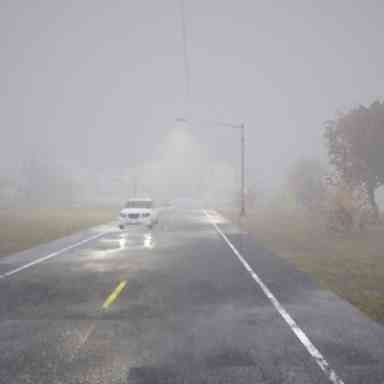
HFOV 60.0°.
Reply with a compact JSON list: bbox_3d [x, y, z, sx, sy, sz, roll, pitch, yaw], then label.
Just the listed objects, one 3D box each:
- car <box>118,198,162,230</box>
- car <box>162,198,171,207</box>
[{"bbox_3d":[-3.600,1.445,23.244,2.150,2.045,5.566,0,0,0],"label":"car"},{"bbox_3d":[-5.114,2.003,63.995,2.097,1.767,4.553,0,-1,-7],"label":"car"}]
